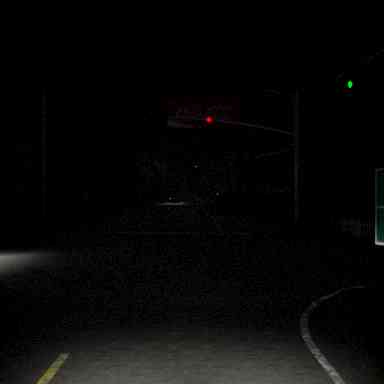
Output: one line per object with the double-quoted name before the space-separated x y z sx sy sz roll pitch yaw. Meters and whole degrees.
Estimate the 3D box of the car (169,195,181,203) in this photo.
"car" -3.612 1.352 68.598 2.097 1.767 4.553 0 0 0

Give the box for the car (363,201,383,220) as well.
"car" 18.625 1.672 30.678 4.611 1.667 2.242 0 0 0

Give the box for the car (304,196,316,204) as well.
"car" 22.355 1.552 64.083 1.970 1.475 3.806 0 0 0

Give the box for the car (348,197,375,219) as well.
"car" 14.311 1.504 24.998 3.866 1.878 1.905 0 0 0

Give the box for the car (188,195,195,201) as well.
"car" -0.130 1.552 86.342 1.994 1.385 4.181 0 0 0

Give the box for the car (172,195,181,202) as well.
"car" -3.619 1.540 78.920 2.033 1.411 5.357 0 0 0

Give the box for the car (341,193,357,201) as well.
"car" 34.741 1.489 71.903 2.007 1.523 4.514 0 0 0
